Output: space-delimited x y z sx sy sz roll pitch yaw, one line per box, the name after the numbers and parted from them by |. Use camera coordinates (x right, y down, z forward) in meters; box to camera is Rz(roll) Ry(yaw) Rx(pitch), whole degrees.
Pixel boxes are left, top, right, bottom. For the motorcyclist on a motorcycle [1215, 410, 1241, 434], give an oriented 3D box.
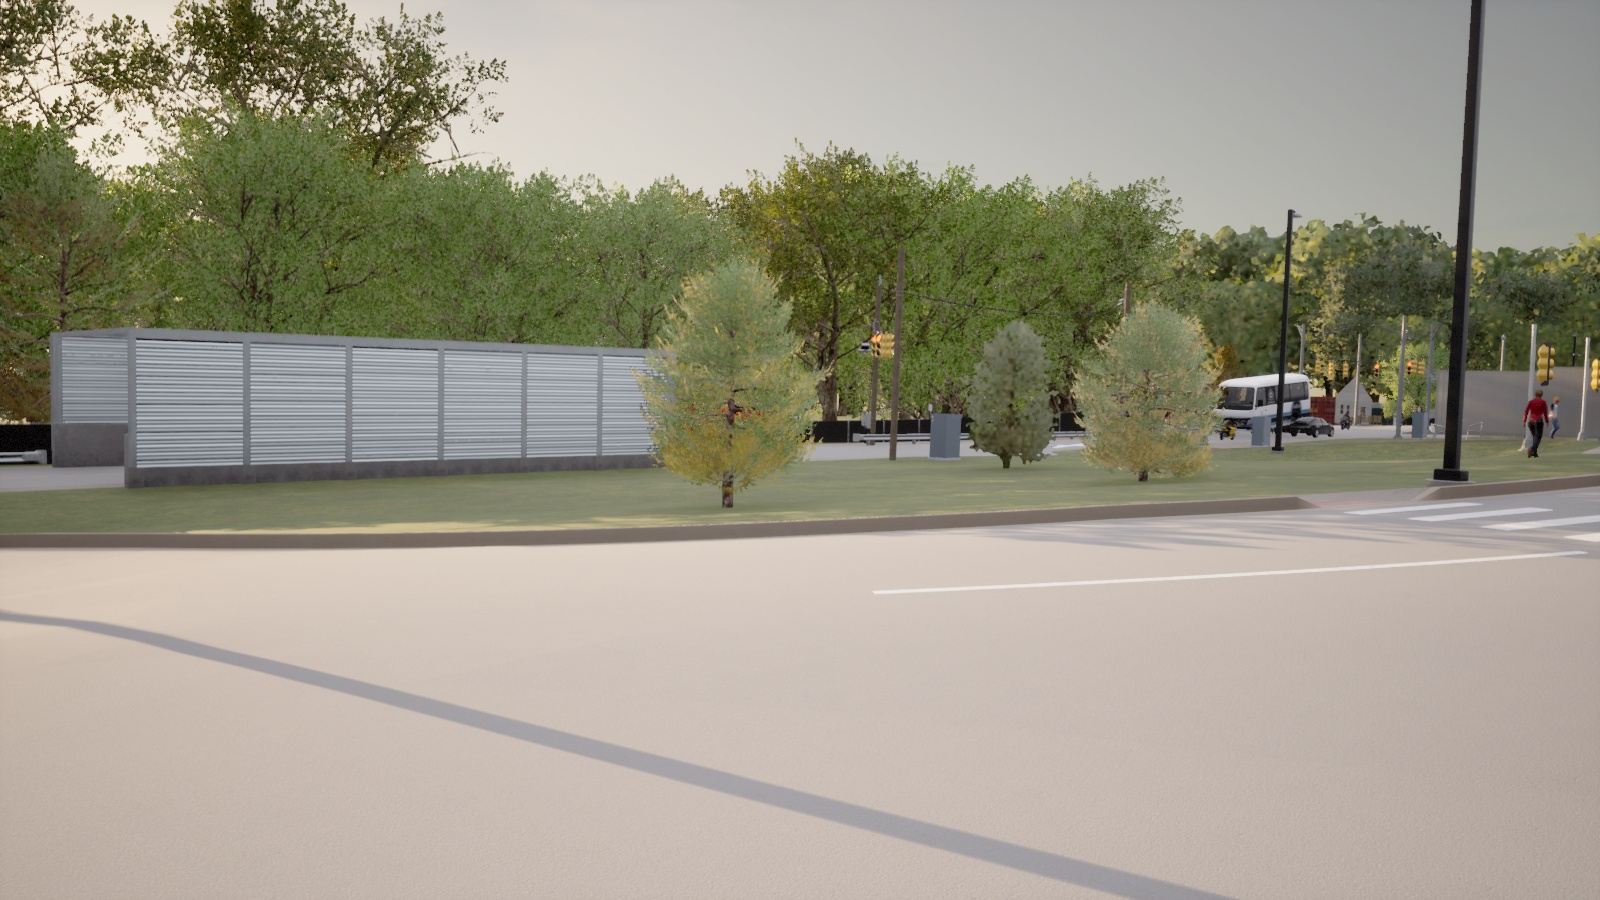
28.794 -1.911 84.466 2.044 1.523 0.797 -3 5 -43 | motorcyclist on a motorcycle

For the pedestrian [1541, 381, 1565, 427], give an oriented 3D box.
30.686 -1.884 51.208 0.354 1.836 0.706 -1 3 -44 | pedestrian

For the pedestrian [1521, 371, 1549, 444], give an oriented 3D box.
18.804 -1.072 32.120 0.636 1.846 0.331 0 2 -38 | pedestrian
